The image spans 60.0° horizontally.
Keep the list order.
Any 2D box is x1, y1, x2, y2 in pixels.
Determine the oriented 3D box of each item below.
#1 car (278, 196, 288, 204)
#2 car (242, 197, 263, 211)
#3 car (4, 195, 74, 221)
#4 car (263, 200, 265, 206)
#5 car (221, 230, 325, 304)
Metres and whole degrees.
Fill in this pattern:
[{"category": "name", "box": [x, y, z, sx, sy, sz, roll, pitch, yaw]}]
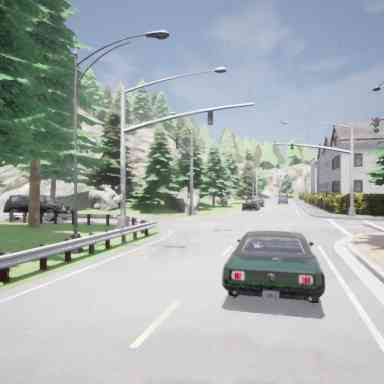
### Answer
[{"category": "car", "box": [17.362, 1.547, 63.527, 2.033, 1.411, 5.357, 0, 0, 16]}, {"category": "car", "box": [7.332, 1.601, 41.207, 1.895, 1.301, 4.718, 0, 0, 16]}, {"category": "car", "box": [-12.368, 1.237, 26.911, 5.566, 2.045, 2.150, 0, 0, 15]}, {"category": "car", "box": [10.072, 1.491, 51.024, 2.128, 1.511, 4.902, 0, 0, 16]}, {"category": "car", "box": [2.040, 1.601, 8.263, 1.895, 1.301, 4.718, 0, 0, 15]}]
